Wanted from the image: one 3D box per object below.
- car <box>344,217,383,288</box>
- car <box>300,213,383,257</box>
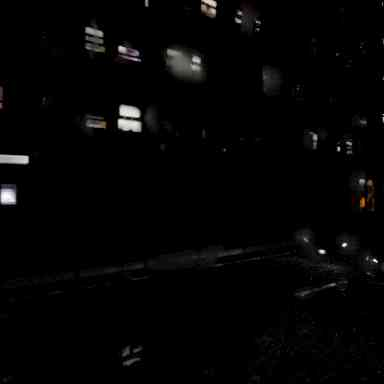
[{"bbox_3d":[6.078,1.461,8.005,4.902,1.511,2.128,0,0,-35],"label":"car"},{"bbox_3d":[6.322,1.509,12.164,5.357,1.411,2.033,0,0,-35],"label":"car"}]
